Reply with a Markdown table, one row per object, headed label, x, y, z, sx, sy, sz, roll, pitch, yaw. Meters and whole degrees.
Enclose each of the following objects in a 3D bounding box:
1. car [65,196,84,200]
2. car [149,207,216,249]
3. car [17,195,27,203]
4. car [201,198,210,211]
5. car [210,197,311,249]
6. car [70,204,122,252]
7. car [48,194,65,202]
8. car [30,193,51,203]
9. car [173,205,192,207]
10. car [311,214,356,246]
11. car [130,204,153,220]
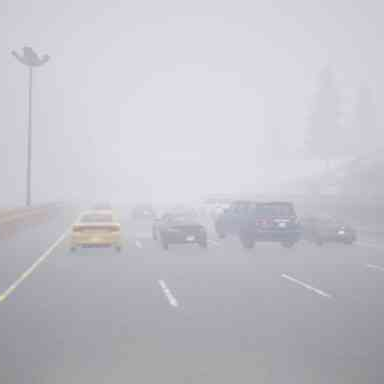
| label | x | y | z | sx | sy | sz | roll | pitch | yaw |
| --- | --- | --- | --- | --- | --- | --- | --- | --- | --- |
| car | -23.831 | 1.611 | 68.590 | 1.882 | 1.535 | 5.008 | 1 | 0 | -2 |
| car | -0.628 | 1.624 | 15.067 | 1.812 | 1.442 | 4.674 | 1 | 0 | -14 |
| car | -34.332 | 1.456 | 69.151 | 1.882 | 1.535 | 5.008 | 1 | 0 | 0 |
| car | 2.487 | 1.474 | 30.973 | 2.150 | 2.045 | 5.566 | 1 | 0 | -14 |
| car | 2.851 | 1.371 | 15.597 | 2.150 | 2.045 | 5.566 | 1 | 0 | -14 |
| car | -4.038 | 1.520 | 14.276 | 1.882 | 1.535 | 5.008 | 1 | 0 | -14 |
| car | -27.327 | 1.581 | 68.777 | 1.837 | 1.490 | 4.892 | 1 | 0 | -2 |
| car | -30.832 | 1.256 | 68.936 | 2.150 | 2.045 | 5.566 | 1 | 0 | 0 |
| car | -0.930 | 1.802 | 30.190 | 1.895 | 1.301 | 4.718 | 1 | 0 | -14 |
| car | 6.164 | 1.776 | 16.750 | 1.994 | 1.385 | 4.181 | 1 | 0 | -14 |
| car | -4.359 | 1.710 | 29.493 | 1.994 | 1.385 | 4.181 | 1 | 0 | -14 |
